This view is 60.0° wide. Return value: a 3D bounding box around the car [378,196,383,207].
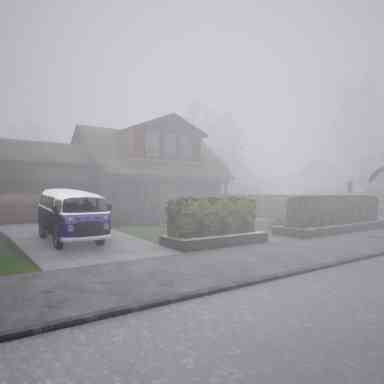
[{"bbox_3d":[24.632,0.986,41.423,3.866,1.878,1.905,0,0,-1],"label":"car"}]
